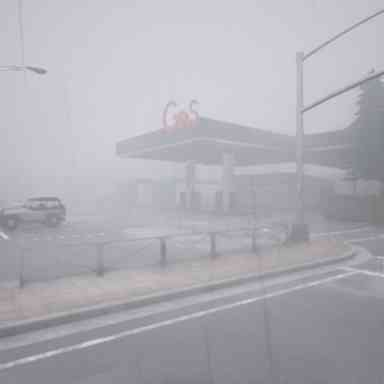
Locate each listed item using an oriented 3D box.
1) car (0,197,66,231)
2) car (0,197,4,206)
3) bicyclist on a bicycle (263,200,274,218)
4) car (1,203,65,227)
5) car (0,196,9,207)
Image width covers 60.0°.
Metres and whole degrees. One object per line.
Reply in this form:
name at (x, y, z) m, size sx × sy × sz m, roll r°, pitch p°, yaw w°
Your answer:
car at (-9.757, 1.265, 20.404) m, size 3.866 × 1.878 × 1.905 m, roll 0°, pitch 0°, yaw -36°
car at (-33.088, 1.526, 53.779) m, size 4.514 × 1.523 × 2.007 m, roll 0°, pitch 0°, yaw -36°
bicyclist on a bicycle at (7.246, 1.625, 31.475) m, size 1.656 × 1.620 × 0.582 m, roll 0°, pitch 0°, yaw -35°
car at (-11.199, 1.549, 23.461) m, size 3.806 × 1.475 × 1.970 m, roll 0°, pitch 0°, yaw -36°
car at (-31.216, 1.517, 51.262) m, size 5.027 × 1.636 × 2.152 m, roll 0°, pitch 0°, yaw -36°
